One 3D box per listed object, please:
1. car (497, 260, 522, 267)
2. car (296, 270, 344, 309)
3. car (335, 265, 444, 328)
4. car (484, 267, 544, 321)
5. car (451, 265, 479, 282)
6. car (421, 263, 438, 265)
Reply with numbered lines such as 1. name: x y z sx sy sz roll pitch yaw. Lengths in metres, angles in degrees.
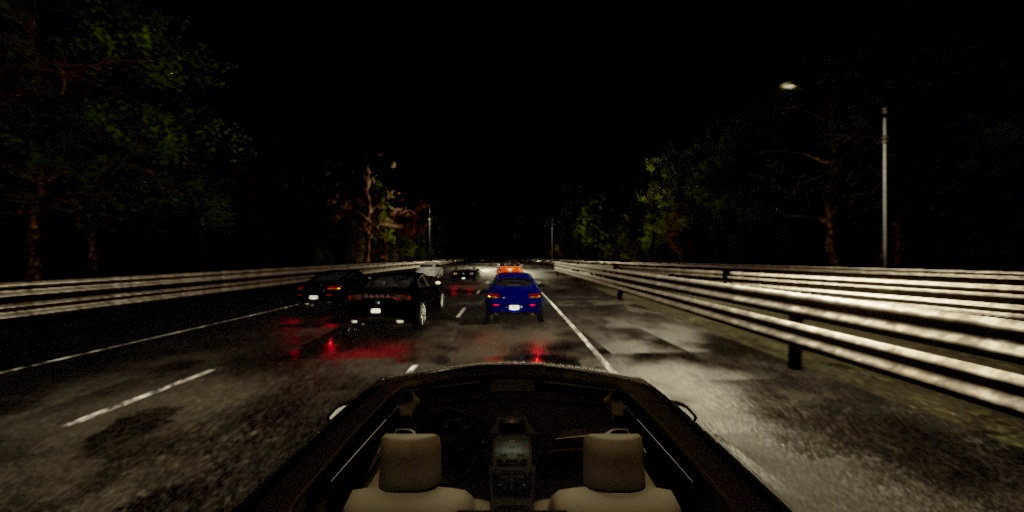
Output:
1. car: -0.192 1.122 30.113 2.097 1.767 4.553 0 0 -1
2. car: -6.973 1.283 14.862 1.812 1.442 4.674 0 0 -1
3. car: -3.446 1.232 11.497 1.882 1.535 5.008 0 0 0
4. car: 0.049 1.279 12.344 1.812 1.442 4.674 0 0 0
5. car: -3.668 1.371 29.062 1.895 1.301 4.718 0 0 -1
6. car: -7.221 1.300 31.615 1.812 1.442 4.674 0 0 -1
